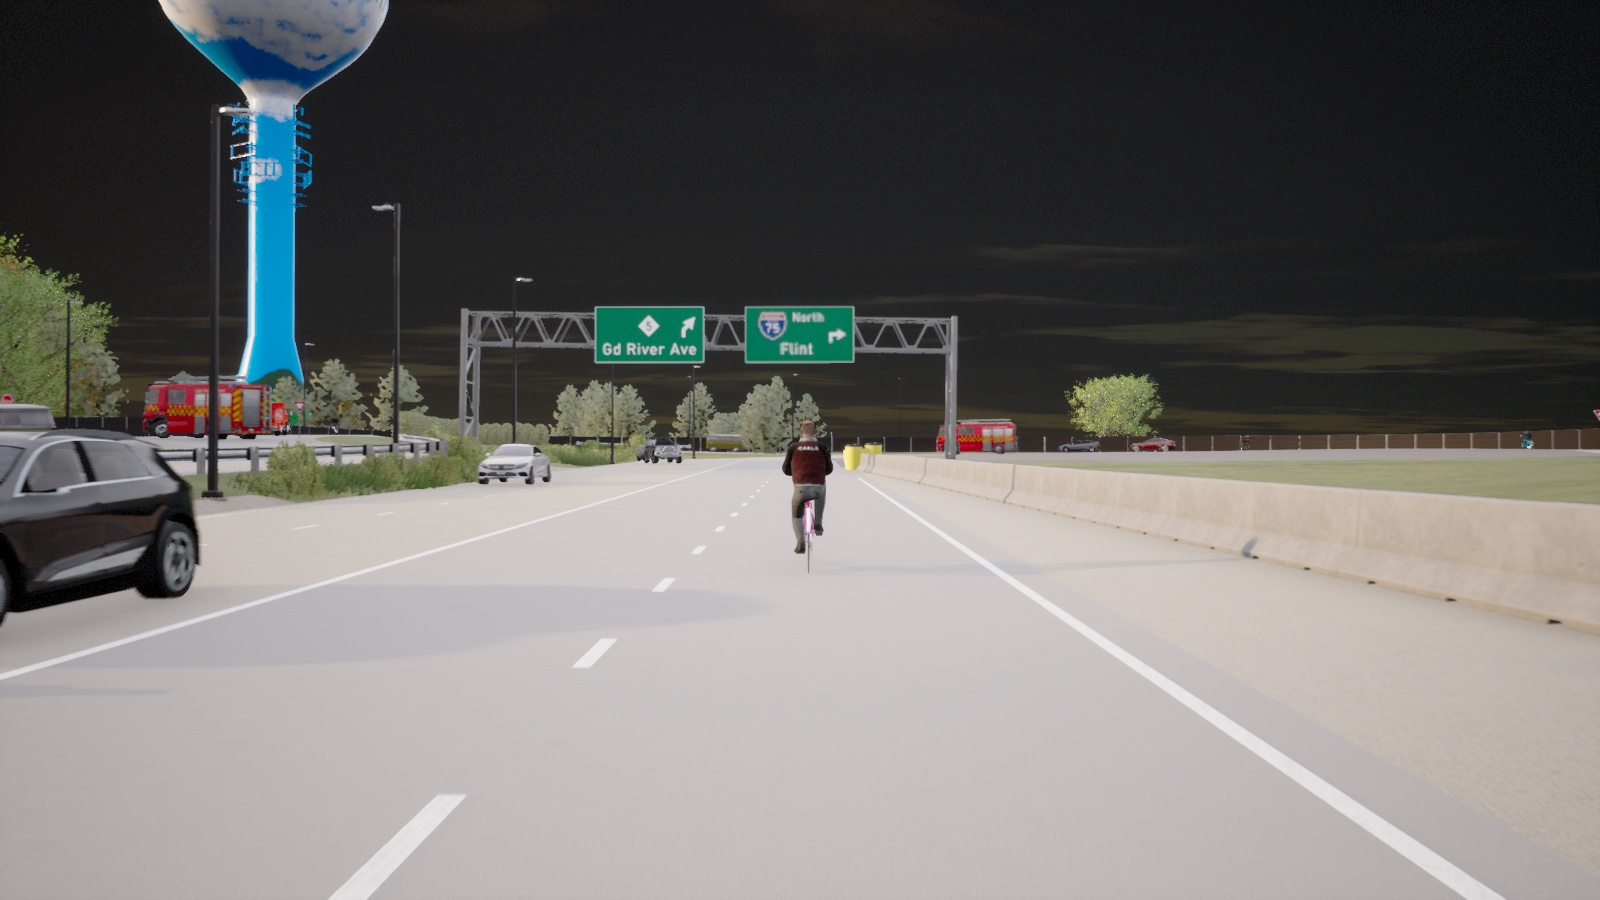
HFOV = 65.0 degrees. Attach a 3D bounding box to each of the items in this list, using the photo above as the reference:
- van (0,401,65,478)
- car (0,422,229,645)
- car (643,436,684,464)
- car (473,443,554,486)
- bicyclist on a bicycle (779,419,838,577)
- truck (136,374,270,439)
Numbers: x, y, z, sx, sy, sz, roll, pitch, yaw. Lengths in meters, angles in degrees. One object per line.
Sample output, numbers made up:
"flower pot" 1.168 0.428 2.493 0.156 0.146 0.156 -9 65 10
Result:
"van" -21.665 -0.248 32.544 1.775 1.987 4.442 -1 2 17
"car" -6.925 0.611 10.551 2.033 1.649 4.856 0 0 0
"car" -9.331 -0.003 85.557 1.932 1.855 4.605 0 0 -18
"car" -10.229 0.484 45.205 1.812 1.442 4.674 0 0 0
"bicyclist on a bicycle" 0.101 0.533 15.060 0.659 1.776 1.843 0 1 0
"truck" -36.887 -2.644 77.488 8.468 3.827 2.891 1 1 27
